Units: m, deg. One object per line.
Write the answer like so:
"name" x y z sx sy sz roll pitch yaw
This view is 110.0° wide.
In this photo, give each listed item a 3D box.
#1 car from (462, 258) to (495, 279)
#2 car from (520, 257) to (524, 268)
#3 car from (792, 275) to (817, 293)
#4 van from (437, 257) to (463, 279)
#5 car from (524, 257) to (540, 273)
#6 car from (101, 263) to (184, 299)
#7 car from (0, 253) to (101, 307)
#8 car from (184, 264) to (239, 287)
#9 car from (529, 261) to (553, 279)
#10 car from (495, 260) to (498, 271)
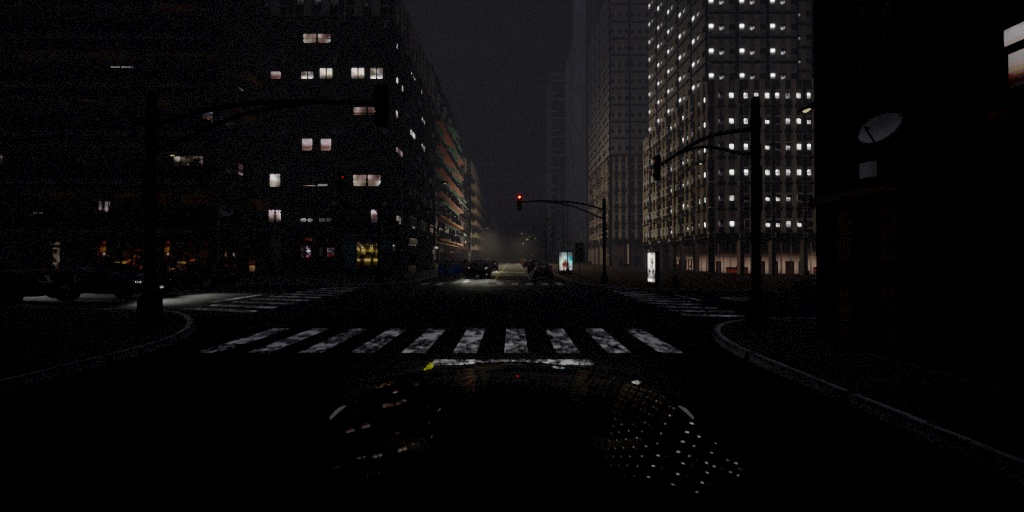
"car" -2.925 1.109 32.395 2.097 1.767 4.553 0 0 0
"car" 2.836 1.221 60.127 1.967 1.591 4.097 0 0 0
"car" 19.443 1.644 21.679 4.403 1.370 2.007 0 0 0
"van" -5.613 1.102 32.511 1.690 1.789 3.998 0 0 0
"car" 2.795 1.208 43.545 1.967 1.591 4.097 0 0 0
"car" -17.582 1.033 15.610 4.674 1.442 1.812 1 0 0
"car" -18.744 0.784 12.990 5.009 1.841 2.192 0 0 0
"car" -18.745 1.104 21.370 4.313 1.339 1.948 0 0 0
"car" 2.768 1.343 32.489 1.802 1.307 4.207 0 0 0
"car" -2.883 1.254 49.265 1.882 1.535 5.008 0 0 0
